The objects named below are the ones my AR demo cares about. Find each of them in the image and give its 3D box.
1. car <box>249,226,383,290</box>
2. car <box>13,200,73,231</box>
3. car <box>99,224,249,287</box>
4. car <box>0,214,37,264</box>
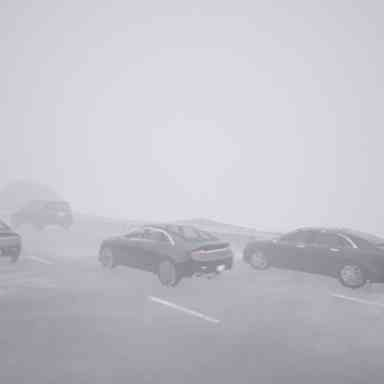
[{"bbox_3d":[3.818,1.823,10.278,1.837,1.490,4.892,3,-2,-45],"label":"car"},{"bbox_3d":[-10.603,1.583,23.495,5.566,2.045,2.150,0,-2,40],"label":"car"},{"bbox_3d":[-1.001,1.718,10.135,4.902,1.511,2.128,0,-2,44],"label":"car"},{"bbox_3d":[-7.638,1.631,11.600,4.902,1.511,2.128,0,-2,43],"label":"car"}]
